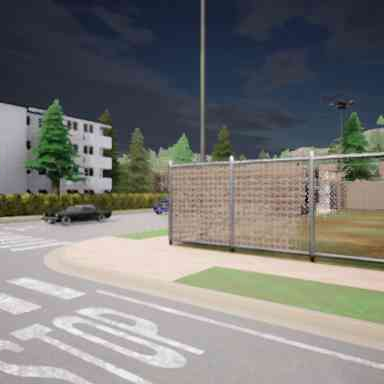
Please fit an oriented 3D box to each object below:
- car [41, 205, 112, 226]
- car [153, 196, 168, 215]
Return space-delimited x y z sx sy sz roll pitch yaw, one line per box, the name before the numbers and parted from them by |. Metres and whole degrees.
car | -8.086 1.585 23.598 1.895 1.301 4.718 0 0 35
car | -1.431 1.208 33.042 2.150 2.045 5.566 0 0 36
